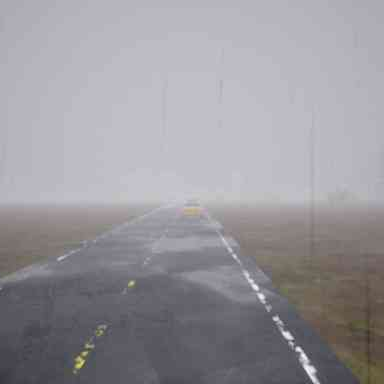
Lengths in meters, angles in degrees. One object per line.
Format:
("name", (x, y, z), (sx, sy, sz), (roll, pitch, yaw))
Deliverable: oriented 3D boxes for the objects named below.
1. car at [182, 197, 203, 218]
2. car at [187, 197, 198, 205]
("car", (0.047, 1.518, 30.313), (1.801, 1.575, 5.366), (0, 0, 1))
("car", (0.039, 1.692, 61.367), (1.994, 1.385, 4.181), (0, 0, 0))
